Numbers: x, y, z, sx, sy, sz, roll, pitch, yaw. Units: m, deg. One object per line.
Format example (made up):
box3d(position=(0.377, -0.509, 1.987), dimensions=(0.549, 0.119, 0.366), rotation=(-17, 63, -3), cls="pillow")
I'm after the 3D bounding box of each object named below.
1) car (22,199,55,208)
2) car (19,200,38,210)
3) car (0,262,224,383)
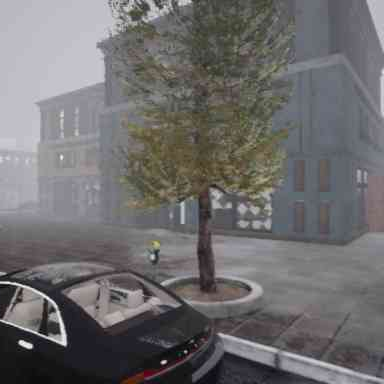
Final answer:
box3d(position=(-26.235, 1.917, 56.956), dimensions=(1.752, 1.417, 4.829), rotation=(-1, -1, 35), cls="car")
box3d(position=(-22.420, 1.875, 47.725), dimensions=(1.887, 1.381, 4.507), rotation=(-1, -1, 35), cls="car")
box3d(position=(-1.731, 1.567, 4.112), dimensions=(4.403, 1.369, 2.008), rotation=(0, 0, 36), cls="car")
